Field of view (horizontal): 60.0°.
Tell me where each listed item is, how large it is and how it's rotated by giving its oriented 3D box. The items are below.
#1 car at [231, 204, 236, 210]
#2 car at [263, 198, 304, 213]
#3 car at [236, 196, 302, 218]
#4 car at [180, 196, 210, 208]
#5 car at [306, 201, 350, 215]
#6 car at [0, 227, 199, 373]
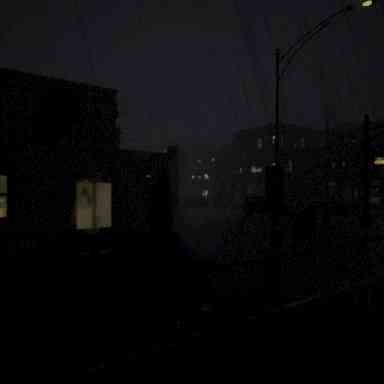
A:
[{"bbox_3d":[6.988,1.613,42.230,1.752,1.417,4.829,0,0,-35],"label":"car"},{"bbox_3d":[10.247,1.473,37.532,1.967,1.590,4.097,0,0,-35],"label":"car"},{"bbox_3d":[6.522,1.238,28.197,2.192,1.841,5.009,0,0,-35],"label":"car"},{"bbox_3d":[0.761,1.506,51.210,2.192,1.841,5.009,0,0,-35],"label":"car"},{"bbox_3d":[13.409,1.547,32.971,1.947,1.339,4.313,0,0,-35],"label":"car"},{"bbox_3d":[-1.962,1.430,5.144,4.097,1.590,1.967,-1,1,-35],"label":"car"}]
